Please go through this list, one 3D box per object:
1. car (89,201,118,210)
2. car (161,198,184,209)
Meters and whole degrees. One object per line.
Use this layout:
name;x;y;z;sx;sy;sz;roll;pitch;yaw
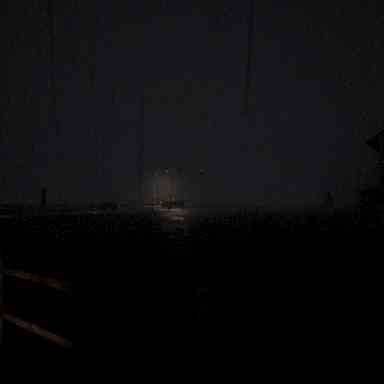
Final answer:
car;-13.894;2.180;52.325;1.837;1.490;4.892;0;-1;36
car;-3.843;2.150;66.278;2.150;2.045;5.566;0;-1;36
